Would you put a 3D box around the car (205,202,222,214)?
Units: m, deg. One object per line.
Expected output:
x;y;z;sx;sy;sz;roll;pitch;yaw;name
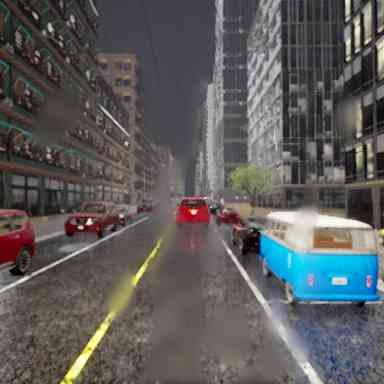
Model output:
2.673;1.982;42.151;1.947;1.339;4.313;1;-1;0;car

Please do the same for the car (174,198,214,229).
0.099;1.451;23.389;2.150;2.045;5.566;0;-1;0;car

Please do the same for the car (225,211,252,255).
2.681;1.706;13.662;1.947;1.339;4.313;1;-1;0;car

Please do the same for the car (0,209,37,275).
-5.671;1.399;8.089;2.192;1.841;5.009;1;-1;0;car

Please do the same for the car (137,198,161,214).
-5.669;1.733;42.278;2.192;1.841;5.009;1;-1;0;car

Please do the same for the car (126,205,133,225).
-5.672;1.694;25.183;1.967;1.590;4.097;1;-1;0;car

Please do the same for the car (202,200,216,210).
2.674;2.068;53.546;1.887;1.381;4.507;1;-1;0;car

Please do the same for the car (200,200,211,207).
2.674;2.197;64.940;1.947;1.339;4.313;1;-1;0;car

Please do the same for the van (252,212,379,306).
2.719;1.424;7.967;1.690;1.788;3.998;1;-1;0;van

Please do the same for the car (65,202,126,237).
-5.670;1.513;19.485;2.192;1.841;5.009;1;-1;0;car

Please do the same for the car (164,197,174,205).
-5.667;2.054;76.464;2.192;1.841;5.009;1;-1;0;car

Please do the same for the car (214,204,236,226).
2.672;1.834;25.057;1.802;1.307;4.206;1;-1;0;car

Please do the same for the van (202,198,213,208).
2.679;1.918;59.245;1.690;1.788;3.998;1;-1;0;van

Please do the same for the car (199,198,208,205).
2.678;2.178;76.337;1.967;1.590;4.097;1;-1;0;car

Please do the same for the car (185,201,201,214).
0.102;1.913;41.533;1.837;1.490;4.892;0;-1;0;car

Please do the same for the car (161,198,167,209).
-5.673;2.091;53.671;1.947;1.339;4.313;1;-1;0;car
